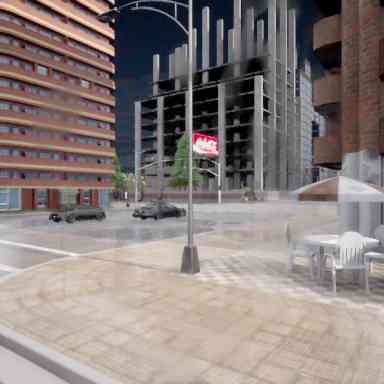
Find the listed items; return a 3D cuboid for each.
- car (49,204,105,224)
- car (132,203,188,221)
[{"bbox_3d":[-8.765,1.619,25.631,1.994,1.385,4.181,0,0,36],"label":"car"},{"bbox_3d":[-2.576,1.603,27.922,2.033,1.411,5.357,0,0,35],"label":"car"}]
